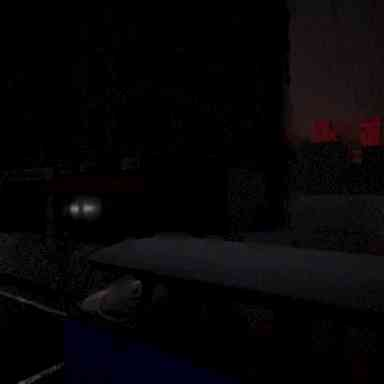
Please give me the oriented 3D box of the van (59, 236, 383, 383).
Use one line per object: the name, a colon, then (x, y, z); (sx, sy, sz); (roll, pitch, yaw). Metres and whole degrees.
van: (0.633, 1.346, 2.627); (3.998, 1.788, 1.690); (0, 0, 35)
